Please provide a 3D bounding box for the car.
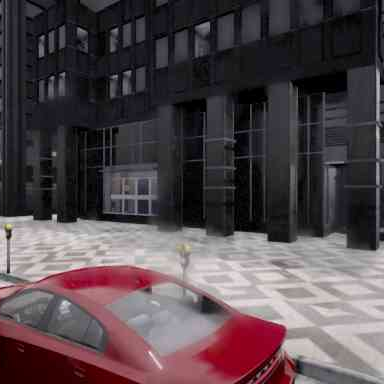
[{"bbox_3d":[-1.167,1.545,3.798,4.507,1.381,1.887,0,0,36],"label":"car"}]
